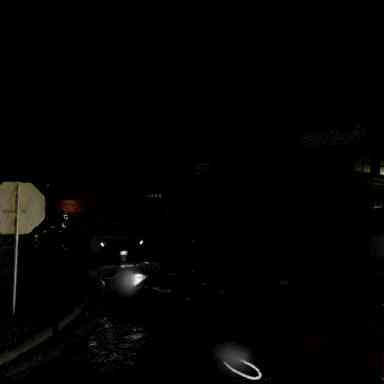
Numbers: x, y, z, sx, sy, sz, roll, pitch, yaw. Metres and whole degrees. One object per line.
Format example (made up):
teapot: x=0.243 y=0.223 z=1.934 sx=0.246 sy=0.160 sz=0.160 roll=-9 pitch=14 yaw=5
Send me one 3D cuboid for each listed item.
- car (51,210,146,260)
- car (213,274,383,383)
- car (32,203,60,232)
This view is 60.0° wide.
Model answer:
car: x=-3.731 y=1.620 z=13.077 sx=2.033 sy=1.411 sz=5.357 roll=3 pitch=-2 yaw=-35
car: x=2.715 y=1.511 z=3.277 sx=5.008 sy=1.535 sz=1.882 roll=0 pitch=-1 yaw=10
car: x=-9.352 y=1.486 z=21.143 sx=2.097 sy=1.767 sz=4.553 roll=3 pitch=-2 yaw=-35
